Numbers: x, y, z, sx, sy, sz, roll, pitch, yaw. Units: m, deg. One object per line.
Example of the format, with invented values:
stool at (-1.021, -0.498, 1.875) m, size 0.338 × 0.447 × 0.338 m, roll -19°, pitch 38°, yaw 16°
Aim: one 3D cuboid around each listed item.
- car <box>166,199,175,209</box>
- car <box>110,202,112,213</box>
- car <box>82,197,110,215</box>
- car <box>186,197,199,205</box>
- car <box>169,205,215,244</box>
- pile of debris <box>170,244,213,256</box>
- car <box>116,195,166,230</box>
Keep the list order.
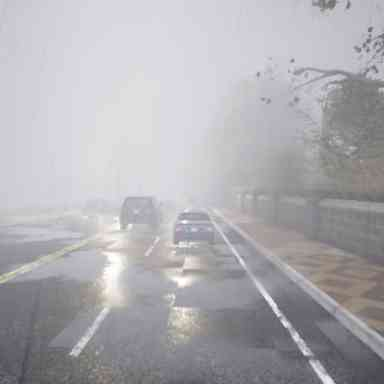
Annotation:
car at (-3.159, 1.575, 41.166) m, size 2.033 × 1.411 × 5.357 m, roll 0°, pitch 0°, yaw 0°
car at (-6.591, 1.513, 34.584) m, size 2.128 × 1.511 × 4.902 m, roll 0°, pitch 0°, yaw 0°
car at (-9.839, 1.371, 34.682) m, size 2.097 × 1.767 × 4.553 m, roll 0°, pitch 0°, yaw 0°
car at (0.092, 1.544, 54.376) m, size 1.837 × 1.490 × 4.892 m, roll 0°, pitch 0°, yaw 0°
car at (0.081, 1.557, 15.797) m, size 2.033 × 1.411 × 5.357 m, roll 0°, pitch 0°, yaw 0°
pile of debris at (-0.009, 2.184, 12.655) m, size 1.500 × 0.140 × 1.860 m, roll 0°, pitch 0°, yaw 0°
car at (-3.158, 1.235, 21.545) m, size 2.150 × 2.045 × 5.566 m, roll 0°, pitch 0°, yaw 0°
